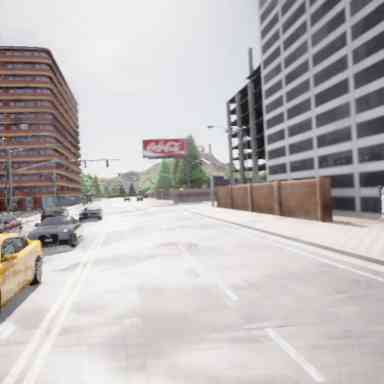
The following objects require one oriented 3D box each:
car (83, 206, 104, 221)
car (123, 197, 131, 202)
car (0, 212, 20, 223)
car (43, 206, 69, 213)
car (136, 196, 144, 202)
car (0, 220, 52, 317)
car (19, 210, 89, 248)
[{"bbox_3d":[-9.439,2.011,31.418,1.895,1.301,4.718,-3,0,-11],"label":"car"},{"bbox_3d":[-18.063,2.049,92.638,1.812,1.442,4.674,-3,0,-11],"label":"car"},{"bbox_3d":[-10.128,1.851,16.642,2.097,1.767,4.553,-3,0,-11],"label":"car"},{"bbox_3d":[-13.158,2.088,32.249,1.882,1.535,5.008,-3,0,-11],"label":"car"},{"bbox_3d":[-14.636,1.860,93.324,2.128,1.511,4.902,-3,0,-11],"label":"car"},{"bbox_3d":[-4.679,1.709,7.196,1.882,1.535,5.008,-3,0,-11],"label":"car"},{"bbox_3d":[-6.423,1.861,15.992,1.994,1.385,4.181,-3,0,-11],"label":"car"}]
